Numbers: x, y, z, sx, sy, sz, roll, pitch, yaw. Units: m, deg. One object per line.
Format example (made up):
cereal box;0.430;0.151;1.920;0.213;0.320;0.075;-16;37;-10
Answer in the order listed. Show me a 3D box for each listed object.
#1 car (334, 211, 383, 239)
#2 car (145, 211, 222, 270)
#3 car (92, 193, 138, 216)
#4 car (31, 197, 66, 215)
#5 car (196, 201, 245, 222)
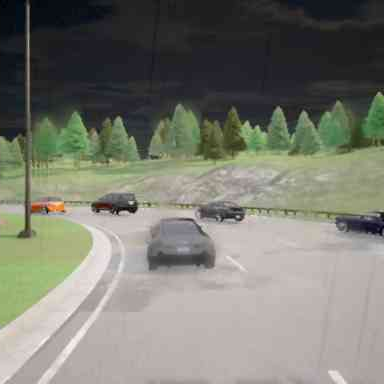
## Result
car;9.288;1.564;16.471;1.895;1.301;4.718;0;0;-15
car;-0.525;1.539;11.073;1.994;1.385;4.181;0;0;-8
car;-7.517;1.149;32.237;5.566;2.045;2.150;0;-1;43
car;-14.782;1.274;33.472;4.553;1.767;2.097;0;1;36
car;2.023;1.449;25.131;1.837;1.490;4.892;2;-1;-29
